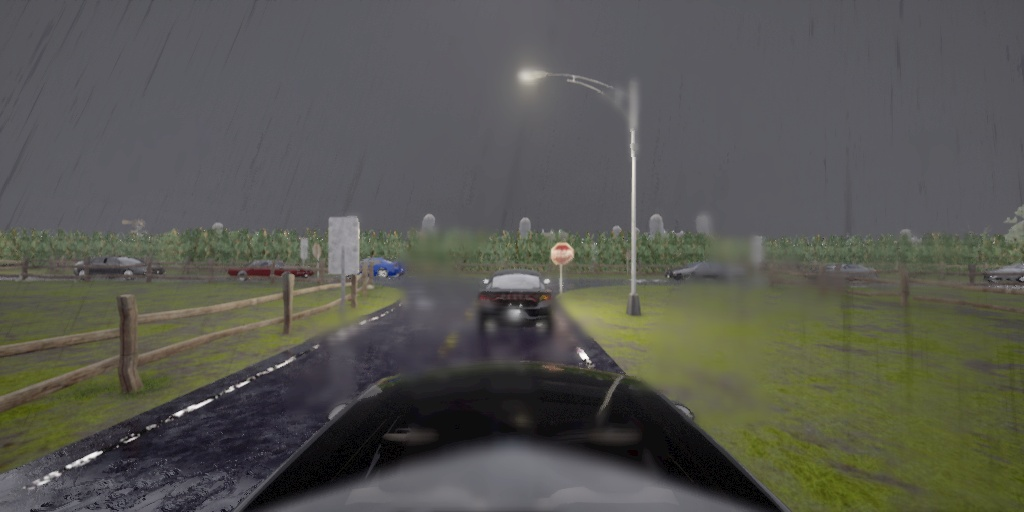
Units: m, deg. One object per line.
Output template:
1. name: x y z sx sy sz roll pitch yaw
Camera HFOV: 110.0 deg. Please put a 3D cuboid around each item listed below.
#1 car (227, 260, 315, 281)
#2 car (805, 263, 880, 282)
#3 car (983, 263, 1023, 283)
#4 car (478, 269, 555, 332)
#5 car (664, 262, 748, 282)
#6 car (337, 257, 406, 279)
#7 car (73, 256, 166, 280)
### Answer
1. car: -15.565 0.939 23.387 4.718 1.301 1.895 0 0 2
2. car: 23.914 1.219 26.075 4.181 1.385 1.994 0 0 1
3. car: 37.329 1.263 25.958 4.902 1.511 2.128 0 0 1
4. car: 0.154 1.112 10.510 1.882 1.535 5.008 0 1 2
5. car: 14.067 1.121 26.151 5.357 1.411 2.033 0 0 0
6. car: -10.234 0.863 26.095 5.008 1.535 1.882 0 -1 10
7. car: -25.603 0.774 23.496 4.892 1.490 1.837 1 0 1
